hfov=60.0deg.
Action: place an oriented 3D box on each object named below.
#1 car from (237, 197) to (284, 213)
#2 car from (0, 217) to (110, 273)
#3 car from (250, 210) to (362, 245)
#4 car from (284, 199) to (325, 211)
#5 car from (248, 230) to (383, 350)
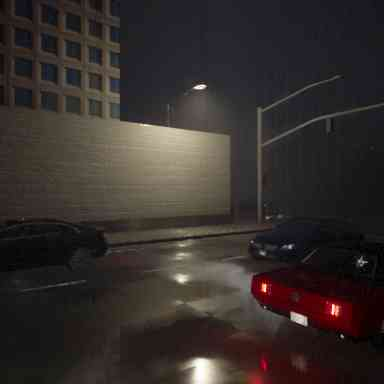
[{"bbox_3d":[6.813,1.407,34.686,2.097,1.767,4.553,0,0,-35],"label":"car"},{"bbox_3d":[-4.767,1.491,9.189,4.902,1.511,2.128,0,0,-35],"label":"car"},{"bbox_3d":[3.968,1.525,11.105,4.674,1.442,1.812,0,0,-35],"label":"car"},{"bbox_3d":[12.953,1.547,38.781,2.128,1.511,4.902,0,0,-38],"label":"car"},{"bbox_3d":[3.418,1.601,6.225,4.718,1.301,1.895,0,0,-35],"label":"car"}]
